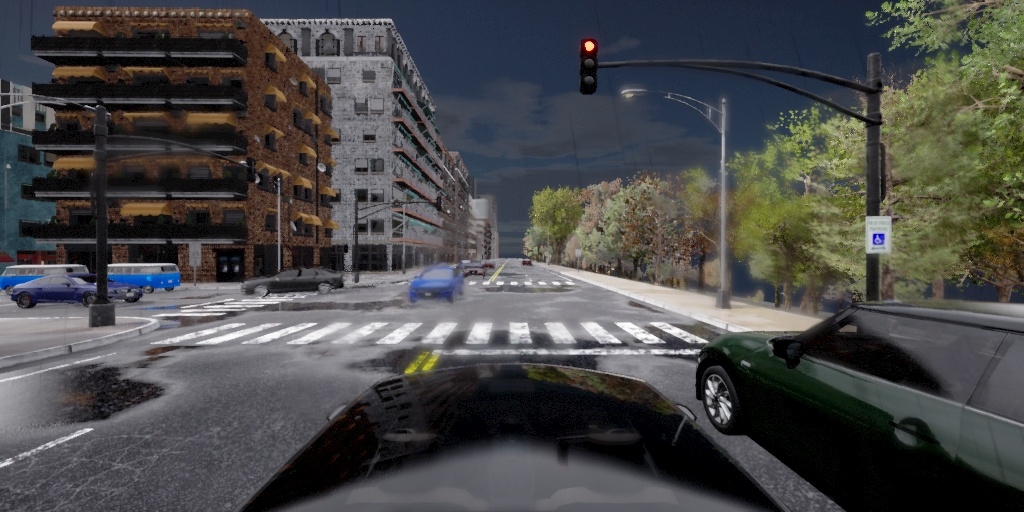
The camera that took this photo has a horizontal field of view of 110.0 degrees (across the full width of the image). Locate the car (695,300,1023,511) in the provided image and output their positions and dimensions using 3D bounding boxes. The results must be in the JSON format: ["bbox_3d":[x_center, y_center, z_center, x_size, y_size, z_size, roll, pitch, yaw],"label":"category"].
[{"bbox_3d":[3.347,1.102,2.651,2.097,1.767,4.553,0,0,0],"label":"car"}]

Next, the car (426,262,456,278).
[{"bbox_3d":[-6.703,1.316,34.185,1.994,1.385,4.181,0,0,0],"label":"car"}]

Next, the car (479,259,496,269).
[{"bbox_3d":[-3.509,1.364,54.393,1.895,1.301,4.718,0,0,0],"label":"car"}]

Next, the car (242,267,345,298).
[{"bbox_3d":[-11.927,1.383,19.843,4.892,1.490,1.837,-1,4,-26],"label":"car"}]

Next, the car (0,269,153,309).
[{"bbox_3d":[-19.573,1.517,16.199,4.674,1.442,1.812,-1,0,0],"label":"car"}]

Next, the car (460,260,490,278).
[{"bbox_3d":[-3.452,1.316,34.033,1.994,1.385,4.181,0,0,0],"label":"car"}]

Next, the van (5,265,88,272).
[{"bbox_3d":[-28.384,1.424,21.851,3.998,1.789,1.690,0,0,-1],"label":"van"}]

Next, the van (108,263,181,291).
[{"bbox_3d":[-22.783,1.351,21.946,3.998,1.789,1.690,0,0,-1],"label":"van"}]

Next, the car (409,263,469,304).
[{"bbox_3d":[-3.406,1.272,16.996,1.882,1.535,5.008,0,0,0],"label":"car"}]

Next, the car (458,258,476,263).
[{"bbox_3d":[-6.753,1.287,51.967,1.812,1.442,4.674,0,0,0],"label":"car"}]
